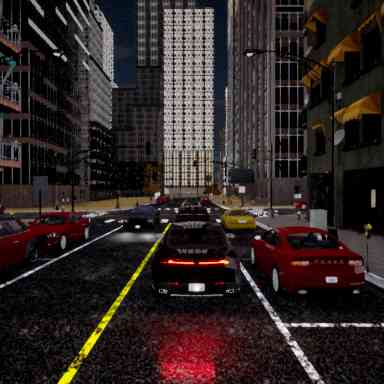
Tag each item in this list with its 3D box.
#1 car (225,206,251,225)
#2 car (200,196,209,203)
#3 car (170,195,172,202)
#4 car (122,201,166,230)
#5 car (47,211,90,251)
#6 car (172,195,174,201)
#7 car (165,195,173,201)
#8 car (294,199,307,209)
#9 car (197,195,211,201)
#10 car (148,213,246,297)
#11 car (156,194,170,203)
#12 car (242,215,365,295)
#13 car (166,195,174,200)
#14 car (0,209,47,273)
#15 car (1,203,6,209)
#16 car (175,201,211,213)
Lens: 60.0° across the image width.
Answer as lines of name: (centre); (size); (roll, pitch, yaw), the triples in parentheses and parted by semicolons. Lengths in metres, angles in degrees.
car: (2.644, 1.522, 19.805); (1.752, 1.417, 4.829); (-1, 0, 0)
car: (2.551, 1.520, 68.891); (1.752, 1.417, 4.829); (-1, 0, 0)
car: (-5.831, 1.310, 68.707); (2.192, 1.841, 5.009); (-1, 0, 0)
car: (-3.041, 1.544, 21.242); (2.033, 1.411, 5.357); (0, 0, 0)
car: (-5.725, 1.542, 14.110); (1.887, 1.381, 4.507); (-1, 0, 0)
car: (-5.842, 1.311, 74.266); (2.192, 1.841, 5.009); (-1, 0, 0)
car: (-5.861, 1.521, 85.215); (1.752, 1.417, 4.829); (-1, 0, 0)
car: (14.178, 1.254, 38.782); (4.507, 1.381, 1.887); (-1, 1, -1)
car: (2.561, 1.435, 63.161); (1.967, 1.590, 4.097); (-1, 0, 0)
car: (0.082, 1.503, 8.518); (1.837, 1.490, 4.892); (0, 0, 0)
car: (-5.818, 1.540, 63.147); (1.887, 1.381, 4.507); (-1, 0, 0)
car: (2.666, 1.543, 8.589); (1.887, 1.381, 4.507); (-1, 0, 0)
car: (-5.871, 1.541, 90.944); (1.887, 1.381, 4.507); (-1, 0, 0)
car: (-5.716, 1.439, 8.586); (1.967, 1.590, 4.097); (-1, 0, 0)
car: (-23.921, 1.744, 38.386); (4.097, 1.590, 1.967); (-1, 1, -1)
car: (0.061, 1.475, 18.791); (1.882, 1.535, 5.008); (0, 0, 0)
